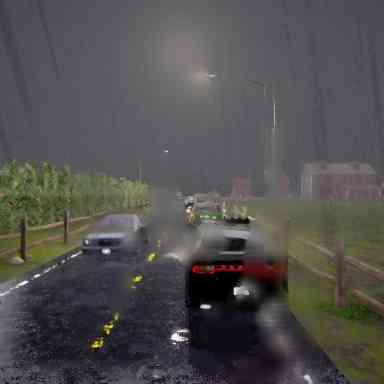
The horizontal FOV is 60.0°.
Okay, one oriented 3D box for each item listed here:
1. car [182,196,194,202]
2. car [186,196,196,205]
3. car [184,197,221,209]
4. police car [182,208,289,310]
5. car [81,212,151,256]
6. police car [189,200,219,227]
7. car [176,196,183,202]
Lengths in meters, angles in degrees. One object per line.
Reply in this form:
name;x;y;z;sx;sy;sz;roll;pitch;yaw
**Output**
car;-0.094;1.625;46.704;1.895;1.301;4.718;0;0;0
car;-0.171;1.539;62.724;1.882;1.535;5.008;0;0;0
car;0.776;1.351;17.909;2.097;1.767;4.553;0;0;0
police car;0.803;1.425;8.048;1.930;1.638;5.238;0;0;0
car;-2.787;1.547;13.479;2.033;1.411;5.357;0;0;0
police car;0.759;1.425;24.048;1.930;1.638;5.238;0;0;0
car;-2.979;1.678;83.673;2.033;1.411;5.357;0;0;0
